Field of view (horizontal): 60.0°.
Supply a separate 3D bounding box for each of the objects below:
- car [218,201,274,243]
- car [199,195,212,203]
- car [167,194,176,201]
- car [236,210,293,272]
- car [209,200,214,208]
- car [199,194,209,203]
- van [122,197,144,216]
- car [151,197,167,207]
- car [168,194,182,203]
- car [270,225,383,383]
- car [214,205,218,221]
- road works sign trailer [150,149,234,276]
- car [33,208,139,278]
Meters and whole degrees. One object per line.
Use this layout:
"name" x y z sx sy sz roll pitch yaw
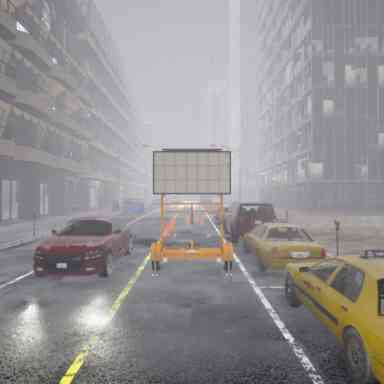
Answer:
"car" 2.705 1.326 15.973 2.192 1.841 5.009 1 0 0
"car" 2.697 1.668 60.155 1.947 1.339 4.313 1 0 0
"car" -5.683 1.545 93.294 2.192 1.841 5.009 1 0 0
"car" 2.702 1.532 10.621 1.752 1.417 4.829 1 0 0
"car" 2.700 1.569 27.019 1.887 1.381 4.507 1 0 0
"car" 2.698 1.473 76.726 2.192 1.841 5.009 1 0 0
"van" -5.677 1.374 32.542 1.690 1.788 3.998 1 0 0
"car" -5.683 1.666 54.633 1.802 1.307 4.206 1 0 0
"car" -3.004 1.590 63.632 1.882 1.535 5.008 0 0 0
"car" 2.702 1.528 5.098 1.752 1.417 4.829 1 0 0
"car" 2.701 1.583 21.495 1.947 1.339 4.313 1 0 0
"road works sign trailer" 0.000 0.471 10.325 2.380 3.560 2.880 0 0 0
"car" -3.104 1.484 10.417 1.882 1.535 5.008 0 0 0
